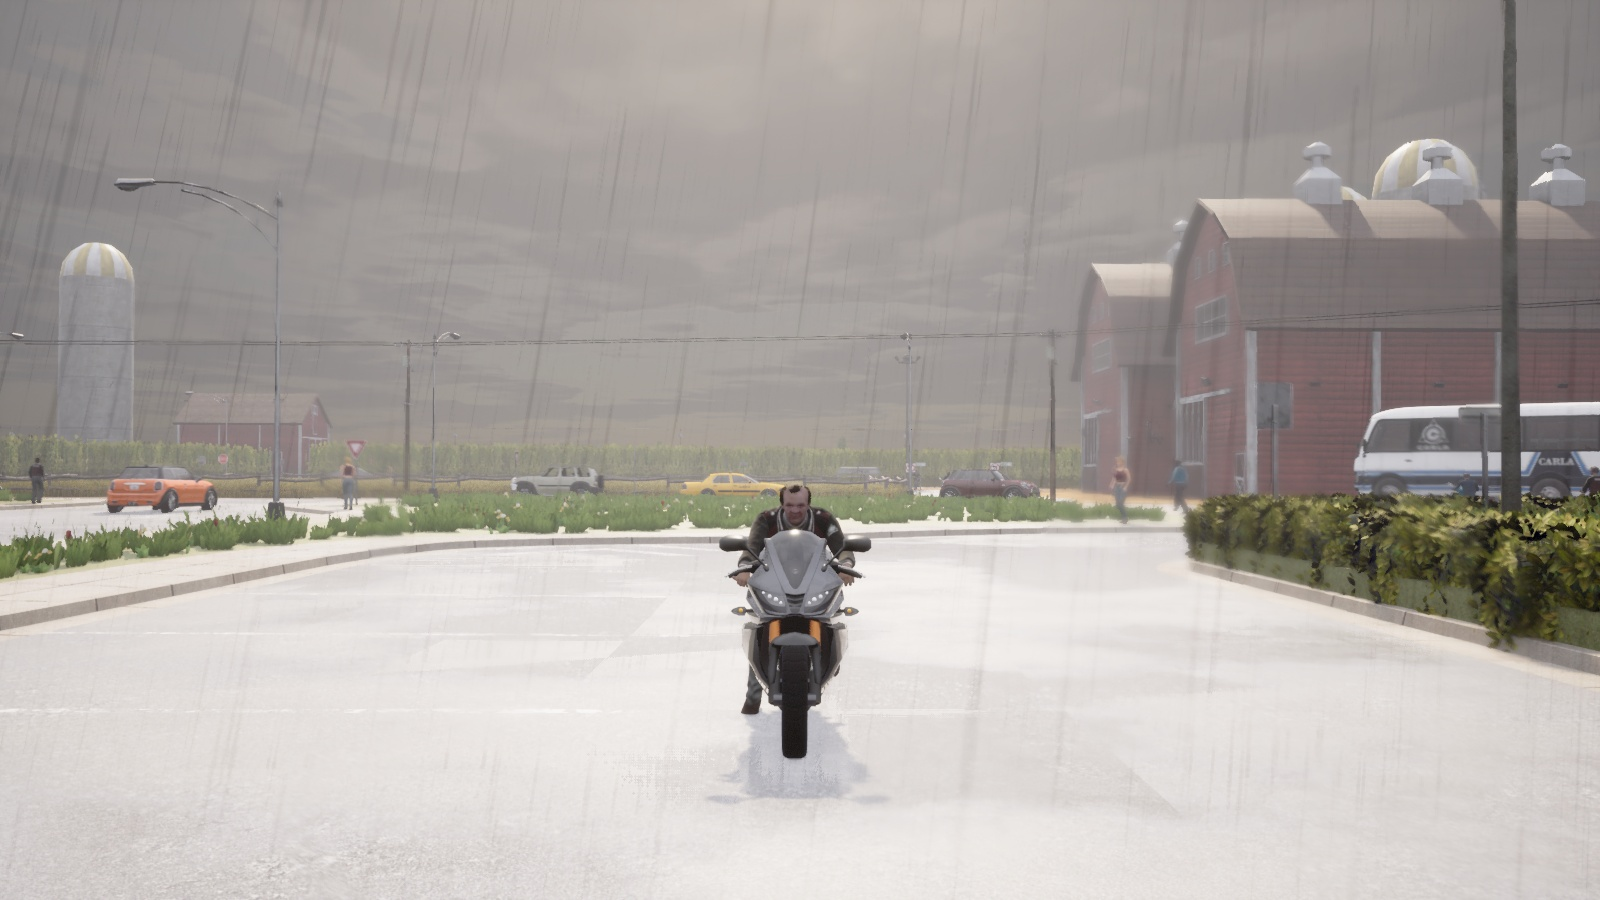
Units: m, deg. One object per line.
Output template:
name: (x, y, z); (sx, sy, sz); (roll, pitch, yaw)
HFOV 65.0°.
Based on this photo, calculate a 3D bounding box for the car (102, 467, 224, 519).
car: (-22.832, 1.522, 45.246); (2.097, 1.767, 4.553); (0, -1, -1)

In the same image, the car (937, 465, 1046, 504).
car: (8.877, 1.589, 58.289); (4.553, 1.767, 2.097); (-1, -1, 26)

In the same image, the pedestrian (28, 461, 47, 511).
pedestrian: (-29.948, 1.416, 49.347); (0.402, 1.930, 0.666); (0, -1, -7)

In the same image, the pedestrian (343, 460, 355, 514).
pedestrian: (-15.545, 1.256, 43.240); (0.345, 1.836, 0.594); (0, -1, -24)

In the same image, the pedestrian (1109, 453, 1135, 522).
pedestrian: (8.677, 1.003, 33.890); (0.594, 1.836, 0.345); (0, -1, -30)

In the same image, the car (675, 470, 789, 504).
car: (-3.219, 1.778, 60.367); (5.366, 1.575, 1.801); (0, -1, 0)

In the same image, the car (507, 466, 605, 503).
car: (-12.393, 1.751, 63.887); (4.605, 1.855, 1.932); (0, -1, 0)

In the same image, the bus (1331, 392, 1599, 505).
bus: (27.483, 0.089, 51.110); (10.273, 4.253, 3.944); (-1, -3, 33)

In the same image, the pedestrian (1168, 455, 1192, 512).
pedestrian: (12.860, 1.128, 42.519); (0.396, 1.930, 0.692); (0, -1, -24)

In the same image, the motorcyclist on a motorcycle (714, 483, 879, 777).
motorcyclist on a motorcycle: (-0.023, 0.979, 7.742); (0.866, 1.530, 2.191); (0, -1, 0)
